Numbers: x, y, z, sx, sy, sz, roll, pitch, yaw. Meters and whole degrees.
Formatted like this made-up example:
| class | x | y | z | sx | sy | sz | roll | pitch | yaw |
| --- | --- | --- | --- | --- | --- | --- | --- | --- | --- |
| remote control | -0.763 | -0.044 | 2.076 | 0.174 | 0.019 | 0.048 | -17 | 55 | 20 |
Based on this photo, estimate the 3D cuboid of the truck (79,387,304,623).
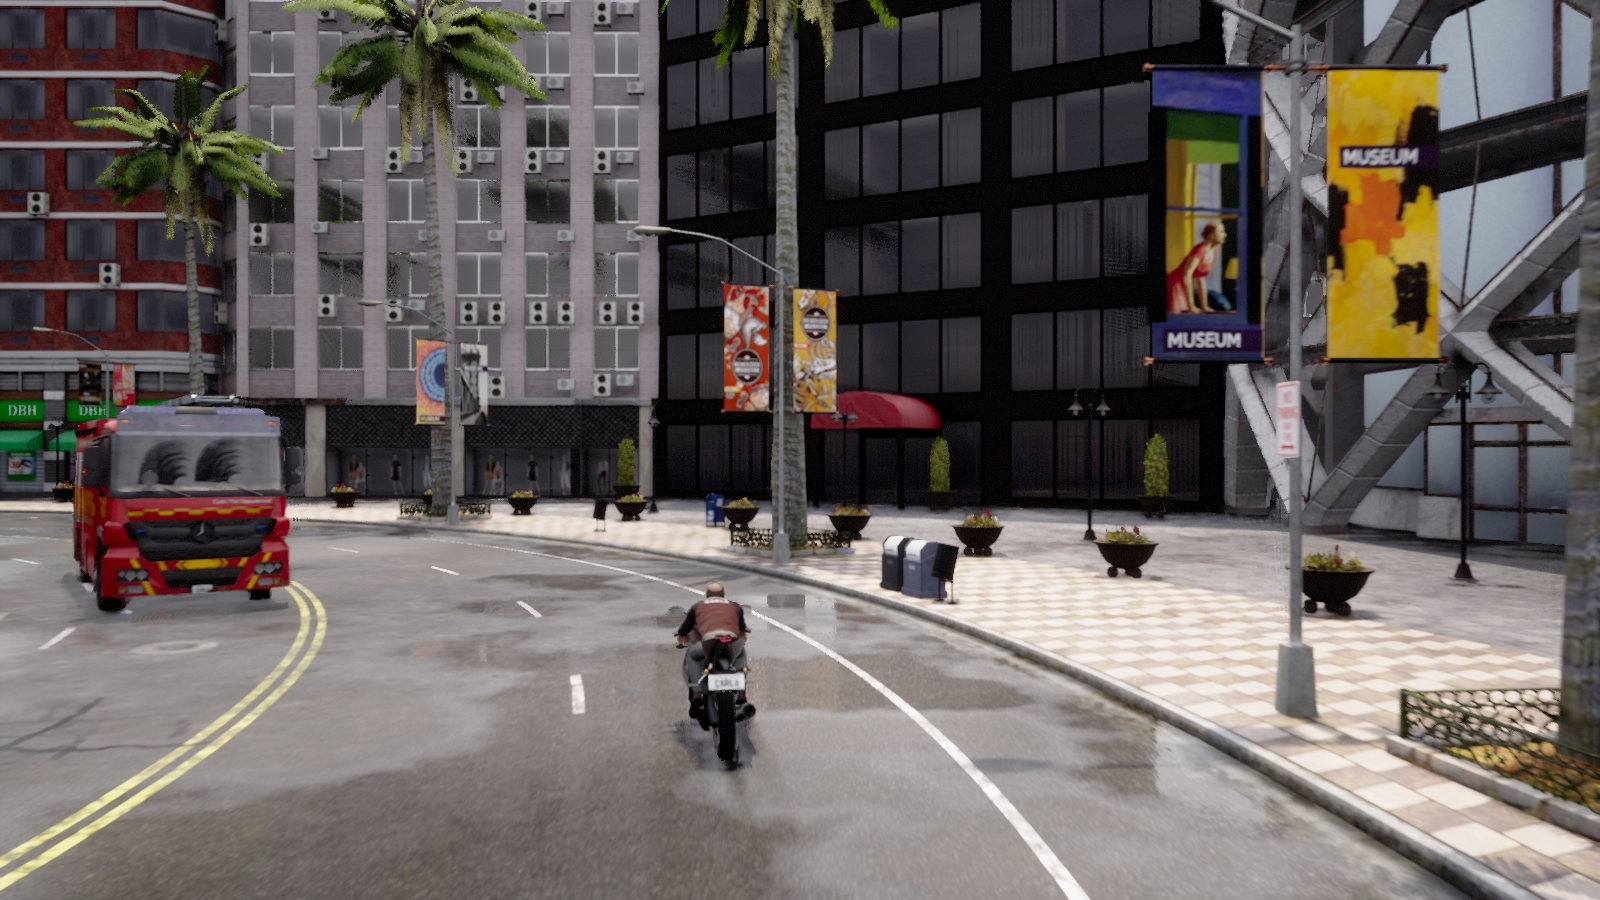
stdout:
| class | x | y | z | sx | sy | sz | roll | pitch | yaw |
| --- | --- | --- | --- | --- | --- | --- | --- | --- | --- |
| truck | -12.402 | 0.891 | 22.802 | 2.891 | 3.827 | 8.468 | 0 | 0 | -35 |

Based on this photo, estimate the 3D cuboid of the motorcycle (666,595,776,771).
| class | x | y | z | sx | sy | sz | roll | pitch | yaw |
| --- | --- | --- | --- | --- | --- | --- | --- | --- | --- |
| motorcycle | -0.826 | 2.205 | 11.241 | 0.867 | 1.251 | 2.209 | 0 | 0 | -9 |
